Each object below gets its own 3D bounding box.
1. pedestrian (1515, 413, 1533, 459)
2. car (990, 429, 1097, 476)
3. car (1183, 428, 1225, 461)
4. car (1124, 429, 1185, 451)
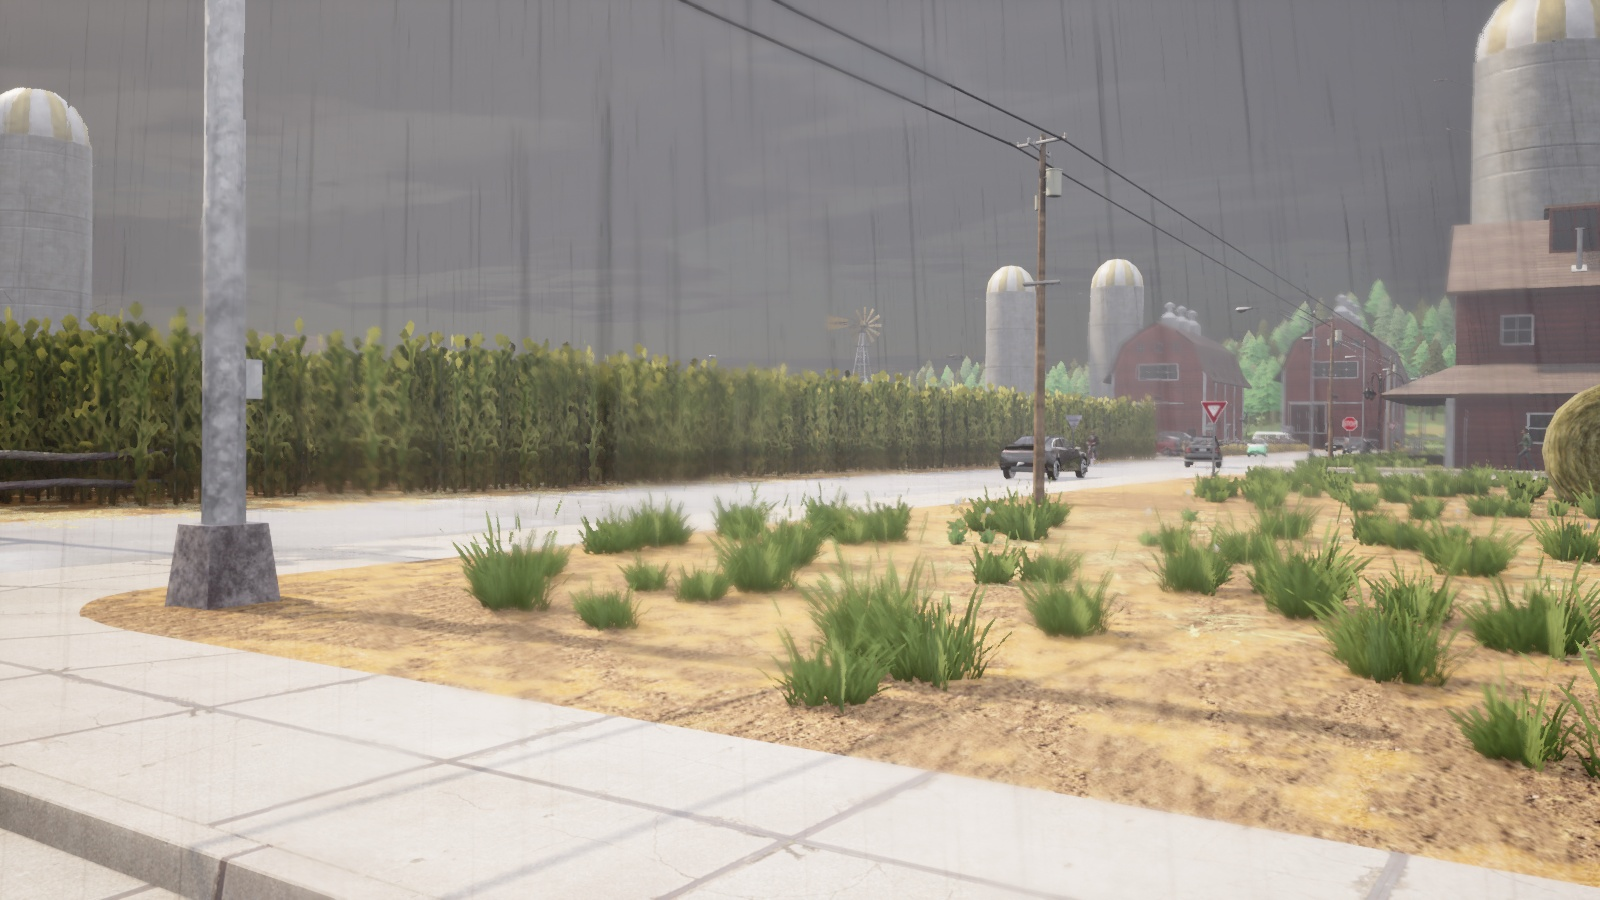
[{"bbox_3d":[29.849,-0.575,51.761,0.614,1.847,0.353,0,1,27],"label":"pedestrian"},{"bbox_3d":[8.503,0.052,43.501,2.128,1.511,4.902,0,1,31],"label":"car"},{"bbox_3d":[20.073,-0.287,62.292,1.789,1.549,3.705,0,1,21],"label":"car"},{"bbox_3d":[25.112,-0.698,88.998,3.705,1.549,1.789,0,1,38],"label":"car"}]
